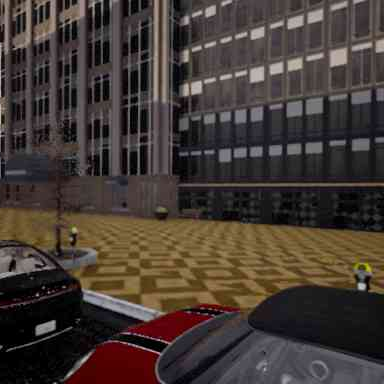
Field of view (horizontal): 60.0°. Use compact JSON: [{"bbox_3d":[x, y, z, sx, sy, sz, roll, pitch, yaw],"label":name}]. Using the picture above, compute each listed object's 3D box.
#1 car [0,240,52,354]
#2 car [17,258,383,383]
[{"bbox_3d":[-3.628,1.473,5.538,4.403,1.369,2.008,1,0,36],"label":"car"},{"bbox_3d":[0.838,1.434,2.287,4.097,1.590,1.967,1,0,36],"label":"car"}]
